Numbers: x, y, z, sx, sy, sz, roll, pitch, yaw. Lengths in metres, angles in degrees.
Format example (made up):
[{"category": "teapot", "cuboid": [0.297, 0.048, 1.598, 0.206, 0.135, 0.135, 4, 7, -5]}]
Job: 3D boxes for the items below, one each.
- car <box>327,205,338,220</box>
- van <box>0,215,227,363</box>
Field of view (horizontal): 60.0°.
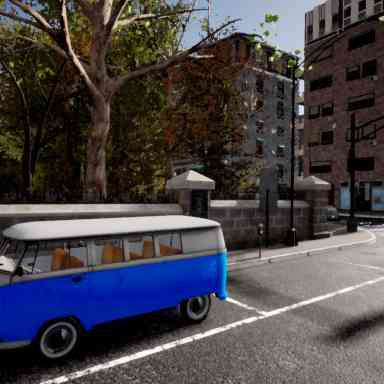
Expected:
[{"category": "car", "cuboid": [9.204, 1.250, 26.552, 2.097, 1.767, 4.553, 1, 0, -35]}, {"category": "van", "cuboid": [-1.253, 1.342, 5.608, 3.998, 1.788, 1.690, 0, 1, -36]}]
